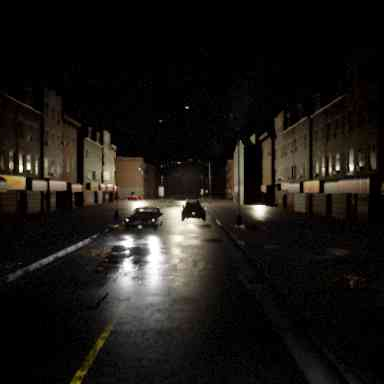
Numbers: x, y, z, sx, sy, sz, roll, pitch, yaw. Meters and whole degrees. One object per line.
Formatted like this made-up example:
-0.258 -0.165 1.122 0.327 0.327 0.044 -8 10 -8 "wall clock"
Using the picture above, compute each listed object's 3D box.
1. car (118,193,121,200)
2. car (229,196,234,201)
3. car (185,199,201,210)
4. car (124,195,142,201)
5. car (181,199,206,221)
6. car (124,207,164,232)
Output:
-20.067 1.200 82.413 5.009 1.841 2.192 0 0 0 "car"
11.776 1.432 82.445 5.009 1.841 2.192 0 -1 0 "car"
0.130 1.599 43.795 1.895 1.301 4.718 0 0 0 "car"
-14.635 1.467 82.417 4.507 1.381 1.887 0 0 0 "car"
0.116 1.563 27.069 1.994 1.385 4.181 0 0 0 "car"
-2.820 1.600 20.298 1.895 1.301 4.718 0 0 0 "car"
